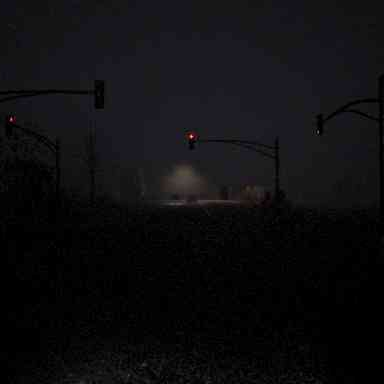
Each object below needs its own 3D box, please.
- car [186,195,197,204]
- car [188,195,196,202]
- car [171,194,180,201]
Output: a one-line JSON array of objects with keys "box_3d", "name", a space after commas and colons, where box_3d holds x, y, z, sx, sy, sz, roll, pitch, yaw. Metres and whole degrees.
[{"box_3d": [-0.059, 1.424, 67.960, 2.097, 1.767, 4.553, 0, 0, 0], "name": "car"}, {"box_3d": [-0.068, 1.425, 77.995, 1.837, 1.490, 4.892, 0, 0, 0], "name": "car"}, {"box_3d": [-3.564, 1.195, 72.162, 1.837, 1.490, 4.892, 0, 0, 0], "name": "car"}]
